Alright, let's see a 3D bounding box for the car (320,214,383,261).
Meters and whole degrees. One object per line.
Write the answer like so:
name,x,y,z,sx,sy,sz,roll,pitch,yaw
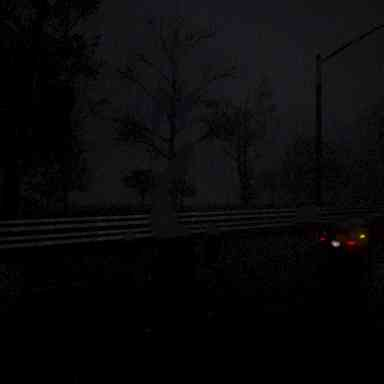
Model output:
car,6.668,1.525,12.246,4.674,1.442,1.812,0,0,-33
